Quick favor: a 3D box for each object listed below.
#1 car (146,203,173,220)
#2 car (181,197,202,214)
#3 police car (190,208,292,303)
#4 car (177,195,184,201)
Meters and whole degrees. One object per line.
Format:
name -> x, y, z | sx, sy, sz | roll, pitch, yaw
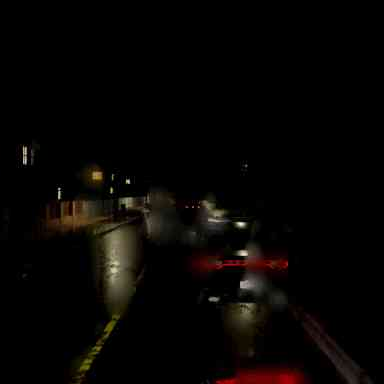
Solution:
car -> -2.713, 1.603, 28.341 | 1.895, 1.301, 4.718 | 0, 0, 0
car -> 0.120, 1.548, 35.397 | 2.033, 1.411, 5.357 | 0, 0, 0
police car -> 0.972, 1.426, 8.421 | 1.930, 1.638, 5.238 | 0, 0, 0
car -> -2.634, 1.472, 83.325 | 1.882, 1.535, 5.008 | 0, 0, 0
